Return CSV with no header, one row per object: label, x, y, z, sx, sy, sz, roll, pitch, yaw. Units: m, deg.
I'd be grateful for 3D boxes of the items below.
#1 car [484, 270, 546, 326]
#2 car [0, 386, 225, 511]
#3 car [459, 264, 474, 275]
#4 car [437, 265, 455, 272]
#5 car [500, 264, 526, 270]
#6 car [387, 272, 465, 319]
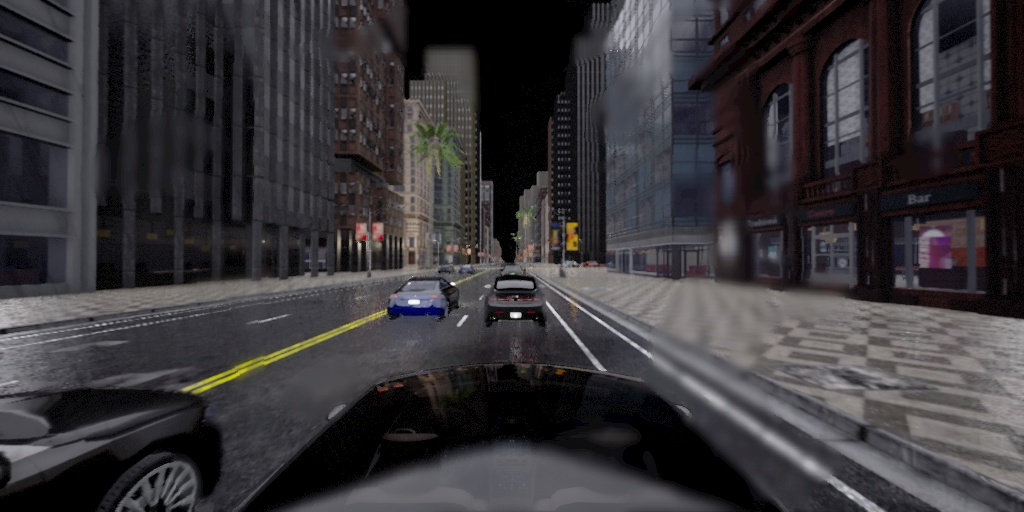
car,0.096,1.395,12.311,1.837,1.490,4.892,0,0,0
car,-3.149,1.230,0.790,2.128,1.511,4.902,0,-1,0
car,-6.556,1.945,52.143,1.812,1.442,4.674,0,-1,0
car,-9.790,1.992,53.966,2.033,1.411,5.357,0,-1,1
car,0.090,1.472,29.793,2.097,1.767,4.553,0,-1,0
car,-3.153,1.470,13.539,1.994,1.385,4.181,0,-1,0
